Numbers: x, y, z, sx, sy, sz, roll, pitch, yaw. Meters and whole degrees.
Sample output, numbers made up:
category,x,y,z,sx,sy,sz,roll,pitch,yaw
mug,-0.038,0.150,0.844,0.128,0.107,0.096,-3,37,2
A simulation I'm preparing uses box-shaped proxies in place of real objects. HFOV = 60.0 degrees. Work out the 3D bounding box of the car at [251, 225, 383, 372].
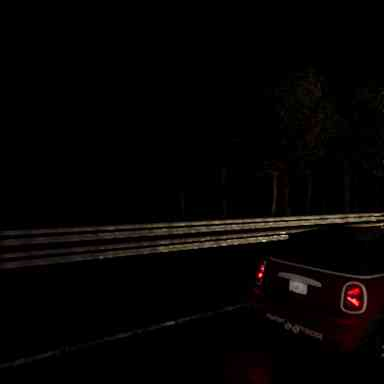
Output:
category,x,y,z,sx,sy,sz,roll,pitch,yaw
car,3.261,1.404,5.956,4.553,1.767,2.097,1,0,-35
